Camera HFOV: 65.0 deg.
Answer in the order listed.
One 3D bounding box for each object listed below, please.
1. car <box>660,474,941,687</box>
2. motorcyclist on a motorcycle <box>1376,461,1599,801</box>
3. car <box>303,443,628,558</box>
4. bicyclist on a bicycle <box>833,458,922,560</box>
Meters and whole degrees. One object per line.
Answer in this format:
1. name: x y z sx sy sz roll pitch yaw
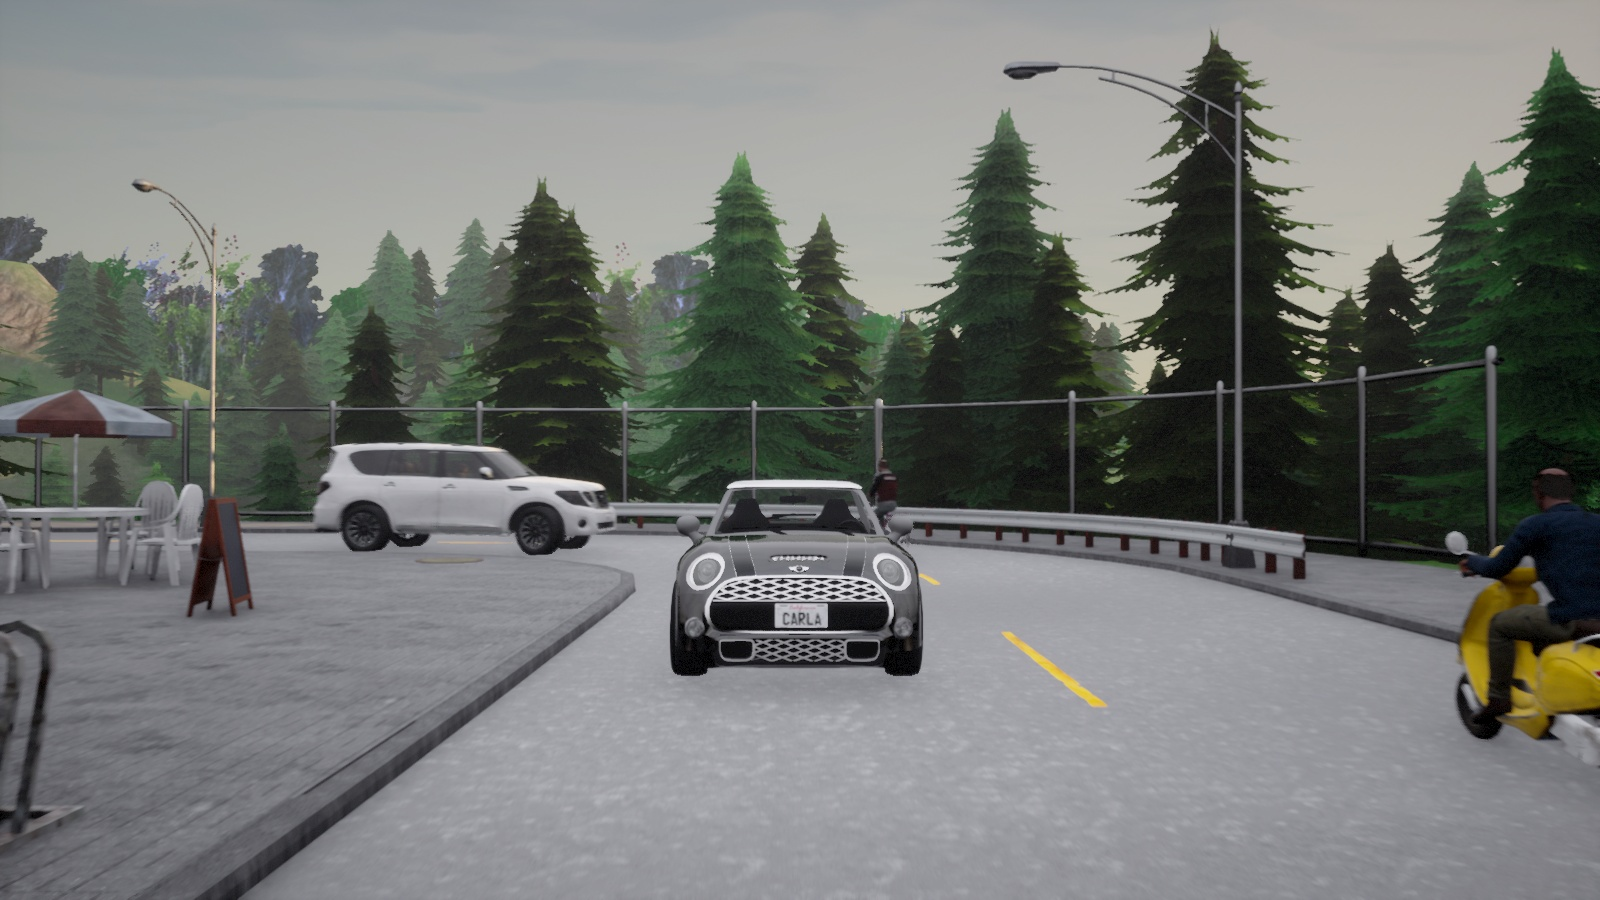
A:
1. car: -0.042 0.951 10.724 1.970 1.475 3.806 0 -1 -1
2. motorcyclist on a motorcycle: 3.982 0.860 6.800 0.866 1.590 1.817 0 -1 0
3. car: -6.269 0.942 23.864 5.566 2.045 2.150 0 -1 8
4. bicyclist on a bicycle: 1.403 1.052 23.102 0.659 1.776 1.843 -1 0 -32
